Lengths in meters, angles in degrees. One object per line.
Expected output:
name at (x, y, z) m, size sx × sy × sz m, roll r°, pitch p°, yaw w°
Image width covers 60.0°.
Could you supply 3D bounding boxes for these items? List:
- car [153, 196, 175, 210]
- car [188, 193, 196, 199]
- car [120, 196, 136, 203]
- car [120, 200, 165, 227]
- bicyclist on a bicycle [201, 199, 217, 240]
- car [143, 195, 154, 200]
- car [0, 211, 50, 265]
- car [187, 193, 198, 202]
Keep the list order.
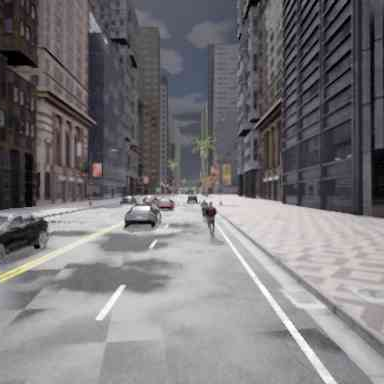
car at (-3.149, 1.387, 40.025) m, size 1.994 × 1.385 × 4.181 m, roll 0°, pitch 0°, yaw 0°
car at (0.001, 1.008, 83.451) m, size 2.128 × 1.511 × 4.902 m, roll 0°, pitch 0°, yaw 0°
car at (-9.808, 1.313, 51.408) m, size 1.994 × 1.385 × 4.181 m, roll 0°, pitch 0°, yaw 1°
car at (-3.151, 1.477, 21.925) m, size 1.994 × 1.385 × 4.181 m, roll 0°, pitch 0°, yaw 0°
bicyclist on a bicycle at (0.894, 1.308, 15.756) m, size 0.659 × 1.776 × 1.843 m, roll 0°, pitch 0°, yaw 0°
car at (-6.559, 1.238, 51.773) m, size 2.128 × 1.511 × 4.902 m, roll 0°, pitch 0°, yaw 0°
car at (-6.597, 1.447, 11.354) m, size 2.128 × 1.511 × 4.902 m, roll 0°, pitch 0°, yaw 0°
car at (0.079, 1.160, 63.440) m, size 1.837 × 1.490 × 4.892 m, roll 0°, pitch 1°, yaw 0°
